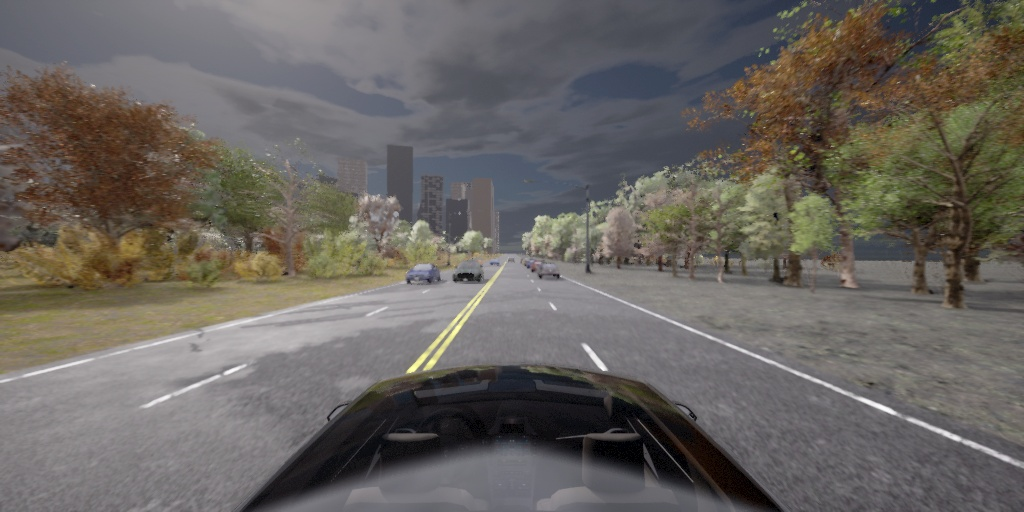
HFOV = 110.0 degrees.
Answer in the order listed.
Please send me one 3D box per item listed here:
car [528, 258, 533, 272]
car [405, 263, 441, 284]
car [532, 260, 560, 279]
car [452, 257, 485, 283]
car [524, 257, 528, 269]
[{"bbox_3d":[3.244,1.272,43.850,1.812,1.442,4.674,0,0,0],"label":"car"},{"bbox_3d":[-6.582,1.286,27.054,1.812,1.442,4.674,0,0,0],"label":"car"},{"bbox_3d":[3.256,1.301,32.832,2.033,1.411,5.357,0,0,0],"label":"car"},{"bbox_3d":[-3.332,1.112,27.979,2.097,1.767,4.553,0,0,0],"label":"car"},{"bbox_3d":[3.208,1.253,54.853,1.812,1.442,4.674,0,0,0],"label":"car"}]
